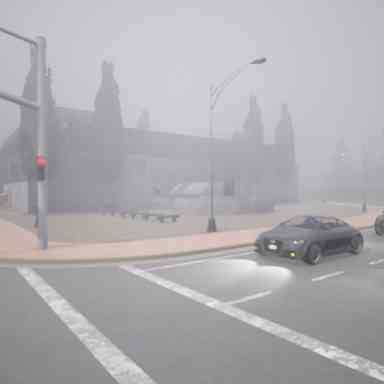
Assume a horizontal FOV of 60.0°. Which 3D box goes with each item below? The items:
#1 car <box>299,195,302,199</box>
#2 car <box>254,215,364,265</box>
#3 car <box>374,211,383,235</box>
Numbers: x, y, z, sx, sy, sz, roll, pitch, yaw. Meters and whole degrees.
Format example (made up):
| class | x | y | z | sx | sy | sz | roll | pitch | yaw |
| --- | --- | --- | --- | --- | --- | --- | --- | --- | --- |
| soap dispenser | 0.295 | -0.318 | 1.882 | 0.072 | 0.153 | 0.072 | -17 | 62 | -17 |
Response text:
| class | x | y | z | sx | sy | sz | roll | pitch | yaw |
| --- | --- | --- | --- | --- | --- | --- | --- | --- | --- |
| car | 24.998 | 1.089 | 82.682 | 1.812 | 1.442 | 4.674 | -1 | 0 | -35 |
| car | 4.091 | 1.501 | 11.475 | 4.181 | 1.385 | 1.994 | -1 | 0 | -37 |
| car | 11.032 | 1.350 | 16.796 | 5.008 | 1.535 | 1.882 | -1 | 0 | -39 |
